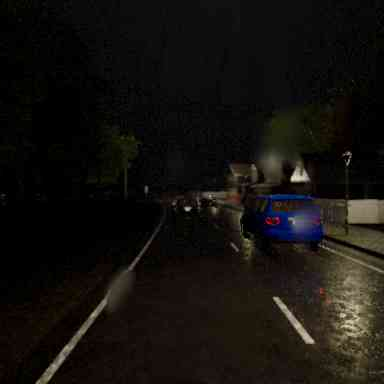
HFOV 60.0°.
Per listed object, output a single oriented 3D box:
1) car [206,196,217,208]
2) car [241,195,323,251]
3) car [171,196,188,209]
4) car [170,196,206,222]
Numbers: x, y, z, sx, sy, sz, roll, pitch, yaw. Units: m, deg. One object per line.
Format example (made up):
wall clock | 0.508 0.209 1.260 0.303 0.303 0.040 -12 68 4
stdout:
car | 1.947 1.207 41.340 2.128 1.511 4.902 0 1 -5
car | 3.493 1.143 13.859 2.150 2.045 5.566 0 0 -1
car | -1.644 1.239 42.097 1.812 1.442 4.674 0 1 -5
car | -0.400 1.207 24.710 2.097 1.767 4.553 0 0 -3
